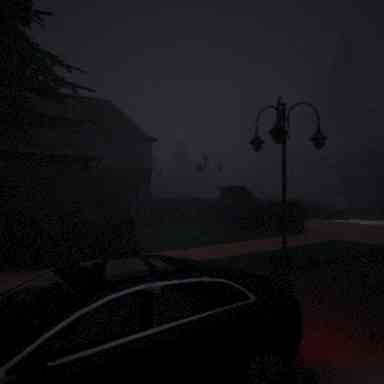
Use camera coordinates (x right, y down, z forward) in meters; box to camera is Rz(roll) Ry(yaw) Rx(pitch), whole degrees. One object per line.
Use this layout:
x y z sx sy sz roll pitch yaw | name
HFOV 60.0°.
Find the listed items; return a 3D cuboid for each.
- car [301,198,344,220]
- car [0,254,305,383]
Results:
9.117 1.286 25.617 1.882 1.535 5.008 0 1 -36 | car
-0.930 1.491 3.312 4.902 1.511 2.128 0 0 -35 | car
